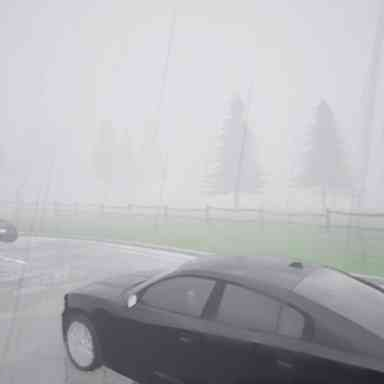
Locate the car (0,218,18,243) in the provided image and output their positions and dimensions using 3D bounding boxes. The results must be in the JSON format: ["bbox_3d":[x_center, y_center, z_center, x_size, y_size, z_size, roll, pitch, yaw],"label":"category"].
[{"bbox_3d":[-10.038,1.662,15.084,4.181,1.385,1.994,0,-1,21],"label":"car"}]

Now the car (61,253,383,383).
[{"bbox_3d":[0.431,1.502,3.960,5.008,1.535,1.882,0,0,37],"label":"car"}]
